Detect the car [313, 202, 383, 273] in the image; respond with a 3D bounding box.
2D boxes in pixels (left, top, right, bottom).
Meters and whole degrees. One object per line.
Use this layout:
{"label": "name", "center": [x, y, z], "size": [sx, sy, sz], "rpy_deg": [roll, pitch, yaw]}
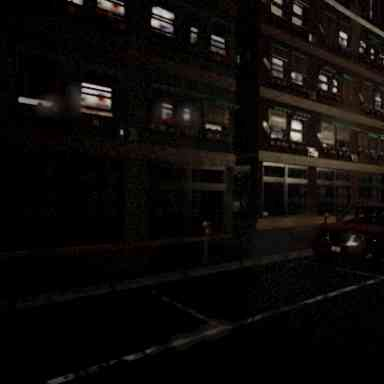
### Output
{"label": "car", "center": [6.138, 1.294, 10.907], "size": [5.009, 1.841, 2.192], "rpy_deg": [0, 1, -35]}
